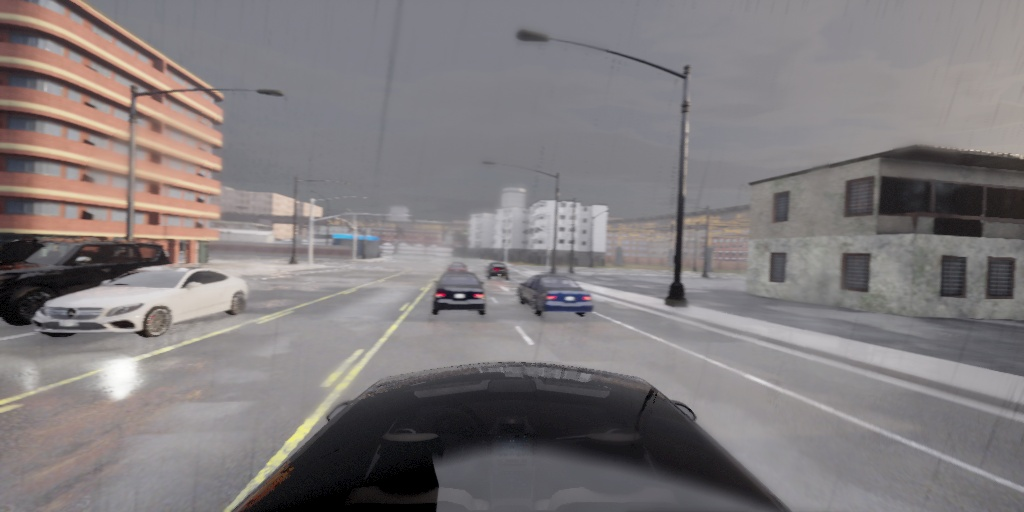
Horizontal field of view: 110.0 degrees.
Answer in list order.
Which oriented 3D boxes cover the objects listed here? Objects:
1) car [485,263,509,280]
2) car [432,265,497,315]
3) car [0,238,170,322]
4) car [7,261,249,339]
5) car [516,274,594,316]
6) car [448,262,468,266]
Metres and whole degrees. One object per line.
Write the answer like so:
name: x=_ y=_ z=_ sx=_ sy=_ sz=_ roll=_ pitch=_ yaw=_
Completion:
car: x=-1.427 y=1.343 z=32.689 sx=1.837 sy=1.490 sz=4.892 roll=2 pitch=0 yaw=-9
car: x=-1.994 y=1.277 z=13.510 sx=2.033 sy=1.411 sz=5.357 roll=2 pitch=0 yaw=-9
car: x=-12.231 y=0.536 z=9.830 sx=2.150 sy=2.045 sz=5.566 roll=2 pitch=0 yaw=-9
car: x=-8.553 y=0.979 z=8.946 sx=1.812 sy=1.442 sz=4.674 roll=2 pitch=0 yaw=-9
car: x=1.468 y=1.414 z=14.004 sx=2.033 sy=1.411 sz=5.357 roll=2 pitch=0 yaw=-9
car: x=-4.927 y=1.264 z=32.418 sx=1.994 sy=1.385 sz=4.181 roll=2 pitch=0 yaw=-8
